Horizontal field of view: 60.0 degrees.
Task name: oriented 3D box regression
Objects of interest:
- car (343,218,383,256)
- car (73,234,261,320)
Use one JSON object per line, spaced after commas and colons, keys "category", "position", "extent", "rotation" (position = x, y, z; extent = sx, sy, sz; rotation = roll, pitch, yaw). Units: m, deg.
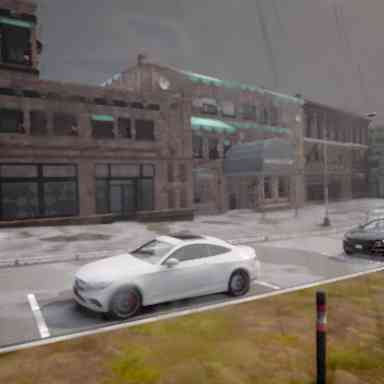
{"category": "car", "position": [8.363, 1.827, 13.920], "extent": [5.008, 1.535, 2.097], "rotation": [1, -2, -34]}
{"category": "car", "position": [-0.403, 1.799, 8.078], "extent": [4.674, 1.452, 2.002], "rotation": [0, 0, -31]}
